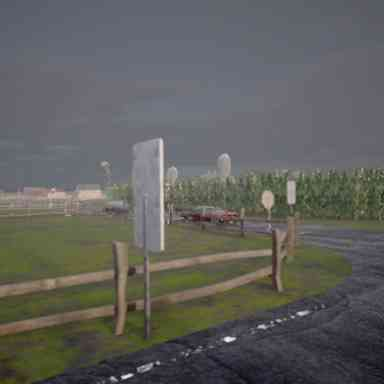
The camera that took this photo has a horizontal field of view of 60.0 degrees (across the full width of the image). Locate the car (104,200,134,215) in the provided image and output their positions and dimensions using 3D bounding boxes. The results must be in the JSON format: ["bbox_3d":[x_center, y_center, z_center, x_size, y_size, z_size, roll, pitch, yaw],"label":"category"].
[{"bbox_3d":[-8.173,1.669,36.990,1.882,1.535,5.008,-1,0,-35],"label":"car"}]

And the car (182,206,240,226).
[{"bbox_3d":[1.344,1.657,23.591,1.895,1.301,4.718,-1,0,-35],"label":"car"}]

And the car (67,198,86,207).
[{"bbox_3d":[-17.720,1.682,50.580,2.033,1.411,5.357,-1,0,-35],"label":"car"}]
